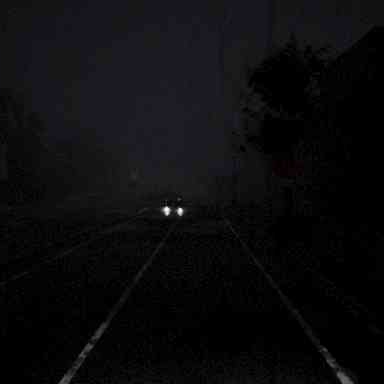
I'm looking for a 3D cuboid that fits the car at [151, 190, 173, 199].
[{"bbox_3d":[-6.781,0.546,75.774,4.553,1.767,2.185,-1,0,1],"label":"car"}]

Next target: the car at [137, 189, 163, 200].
[{"bbox_3d":[-7.182,0.782,61.770,4.892,1.521,2.231,-1,1,2],"label":"car"}]

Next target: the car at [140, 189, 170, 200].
[{"bbox_3d":[-7.146,0.502,64.568,5.566,2.045,2.435,-1,0,2],"label":"car"}]

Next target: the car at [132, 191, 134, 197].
[{"bbox_3d":[-19.480,0.924,92.775,4.792,1.488,2.163,-1,0,1],"label":"car"}]

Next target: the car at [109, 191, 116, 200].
[{"bbox_3d":[-19.929,0.861,73.285,4.553,1.767,2.185,-1,0,2],"label":"car"}]

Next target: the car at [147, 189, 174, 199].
[{"bbox_3d":[-6.919,0.438,72.975,5.566,2.045,2.435,-1,0,2],"label":"car"}]

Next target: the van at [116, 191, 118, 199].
[{"bbox_3d":[-20.004,0.748,76.068,4.442,1.987,1.878,-1,0,2],"label":"van"}]

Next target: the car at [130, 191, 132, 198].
[{"bbox_3d":[-19.493,0.935,89.989,4.792,1.488,2.163,-1,0,1],"label":"car"}]

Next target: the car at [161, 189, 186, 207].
[{"bbox_3d":[-2.167,0.839,40.281,2.097,1.767,4.553,-1,1,2],"label":"car"}]

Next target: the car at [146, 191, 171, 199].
[{"bbox_3d":[-6.966,0.707,70.172,4.892,1.521,2.231,-1,0,2],"label":"car"}]

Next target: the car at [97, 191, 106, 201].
[{"bbox_3d":[-20.188,1.050,64.935,5.008,1.535,2.097,-1,1,2],"label":"car"}]

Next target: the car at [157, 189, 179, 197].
[{"bbox_3d":[-6.481,0.357,89.789,5.566,2.045,2.435,-1,0,1],"label":"car"}]

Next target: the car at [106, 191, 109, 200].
[{"bbox_3d":[-20.108,1.066,67.721,4.674,1.452,2.002,-1,0,2],"label":"car"}]

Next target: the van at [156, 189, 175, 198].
[{"bbox_3d":[-6.712,0.410,84.185,4.442,1.987,1.878,-1,0,1],"label":"van"}]

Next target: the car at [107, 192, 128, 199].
[{"bbox_3d":[-19.588,0.919,87.206,5.008,1.535,2.097,-1,0,1],"label":"car"}]

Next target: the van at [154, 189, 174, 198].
[{"bbox_3d":[-6.625,0.431,78.574,4.442,1.987,1.878,-1,0,1],"label":"van"}]

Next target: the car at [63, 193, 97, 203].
[{"bbox_3d":[-20.330,1.109,59.369,5.008,1.535,2.097,-1,1,2],"label":"car"}]

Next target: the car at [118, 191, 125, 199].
[{"bbox_3d":[-19.734,0.985,81.636,4.674,1.452,2.002,-1,0,2],"label":"car"}]

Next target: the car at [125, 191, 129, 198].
[{"bbox_3d":[-19.480,0.925,84.416,5.366,1.575,1.946,-1,0,1],"label":"car"}]
